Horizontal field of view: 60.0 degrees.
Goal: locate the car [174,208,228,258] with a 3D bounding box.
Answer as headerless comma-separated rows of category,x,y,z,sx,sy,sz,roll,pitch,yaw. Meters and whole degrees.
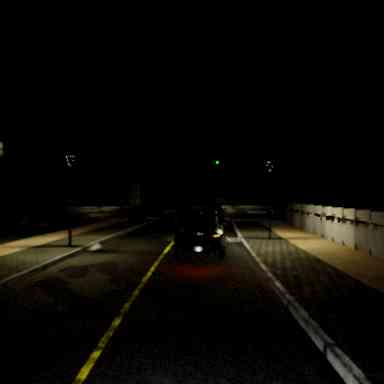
car,0.367,1.637,13.399,1.837,1.490,4.892,0,0,4

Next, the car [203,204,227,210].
car,1.782,1.793,28.237,1.837,1.490,4.892,0,0,12
